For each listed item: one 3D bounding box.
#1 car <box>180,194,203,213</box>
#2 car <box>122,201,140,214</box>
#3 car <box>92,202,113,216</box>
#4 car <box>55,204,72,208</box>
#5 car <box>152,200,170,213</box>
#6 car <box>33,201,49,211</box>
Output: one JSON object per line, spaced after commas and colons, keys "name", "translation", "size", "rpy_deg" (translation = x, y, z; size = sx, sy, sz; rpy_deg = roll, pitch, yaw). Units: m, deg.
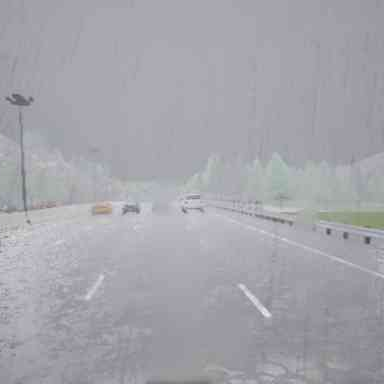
{"name": "car", "translation": [-0.044, 1.241, 37.966], "size": [2.150, 2.045, 5.566], "rpy_deg": [-2, 0, -5]}
{"name": "car", "translation": [-7.240, 1.862, 39.970], "size": [1.812, 1.442, 4.674], "rpy_deg": [-2, 0, -6]}
{"name": "car", "translation": [-10.768, 1.969, 40.137], "size": [1.882, 1.535, 5.008], "rpy_deg": [-2, 0, -5]}
{"name": "car", "translation": [-23.570, 2.768, 62.377], "size": [2.128, 1.511, 4.902], "rpy_deg": [-2, -1, -5]}
{"name": "car", "translation": [-3.726, 1.708, 39.954], "size": [1.812, 1.442, 4.674], "rpy_deg": [-2, 0, -6]}
{"name": "car", "translation": [-27.054, 2.632, 61.991], "size": [2.150, 2.045, 5.566], "rpy_deg": [-2, -1, -6]}
